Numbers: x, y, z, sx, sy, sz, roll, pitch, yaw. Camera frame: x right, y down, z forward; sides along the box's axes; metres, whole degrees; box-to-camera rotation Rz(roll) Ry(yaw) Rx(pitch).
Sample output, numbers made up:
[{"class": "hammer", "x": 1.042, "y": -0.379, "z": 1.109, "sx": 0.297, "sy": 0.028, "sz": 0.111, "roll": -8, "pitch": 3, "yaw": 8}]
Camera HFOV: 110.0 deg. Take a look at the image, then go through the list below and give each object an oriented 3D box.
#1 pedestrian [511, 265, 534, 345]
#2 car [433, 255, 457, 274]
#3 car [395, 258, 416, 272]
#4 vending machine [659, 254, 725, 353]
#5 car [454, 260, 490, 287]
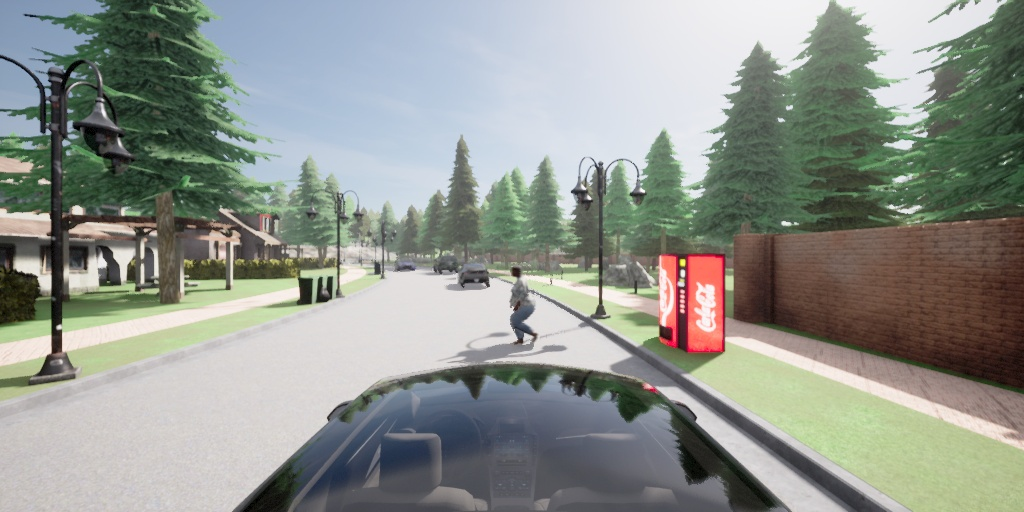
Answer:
[{"class": "pedestrian", "x": 0.224, "y": 1.041, "z": 7.916, "sx": 0.375, "sy": 1.860, "sz": 0.375, "roll": 0, "pitch": 0, "yaw": -4}, {"class": "car", "x": -7.544, "y": 0.954, "z": 40.807, "sx": 2.150, "sy": 2.045, "sz": 5.566, "roll": 0, "pitch": 0, "yaw": -21}, {"class": "car", "x": -13.689, "y": 1.081, "z": 45.912, "sx": 2.097, "sy": 1.767, "sz": 4.553, "roll": 0, "pitch": 0, "yaw": -25}, {"class": "vending machine", "x": 3.677, "y": 0.943, "z": 7.414, "sx": 1.100, "sy": 2.100, "sz": 0.880, "roll": 0, "pitch": 0, "yaw": -4}, {"class": "car", "x": -2.684, "y": 1.243, "z": 24.387, "sx": 1.837, "sy": 1.490, "sz": 4.892, "roll": 0, "pitch": 0, "yaw": -12}]
